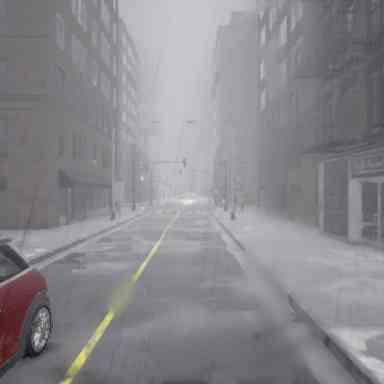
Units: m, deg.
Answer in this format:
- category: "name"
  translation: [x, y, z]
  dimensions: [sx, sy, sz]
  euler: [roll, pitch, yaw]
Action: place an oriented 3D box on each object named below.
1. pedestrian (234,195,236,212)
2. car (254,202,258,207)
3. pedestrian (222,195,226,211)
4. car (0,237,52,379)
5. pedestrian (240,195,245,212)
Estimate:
- category: "pedestrian"
  translation: [4.650, 1.226, 36.691]
  dimensions: [0.375, 1.860, 0.375]
  euler: [0, 0, 0]
- category: "car"
  translation: [11.680, 1.782, 51.484]
  dimensions: [4.206, 1.307, 1.802]
  euler: [1, 0, 0]
- category: "pedestrian"
  translation: [3.651, 1.218, 37.891]
  dimensions: [0.375, 1.860, 0.375]
  euler: [0, 0, 0]
- category: "car"
  translation: [-3.098, 1.360, 2.974]
  dimensions: [2.097, 1.767, 4.553]
  euler: [0, 0, 0]
- category: "pedestrian"
  translation: [5.650, 1.250, 37.290]
  dimensions: [0.375, 1.860, 0.375]
  euler: [0, 0, 0]
